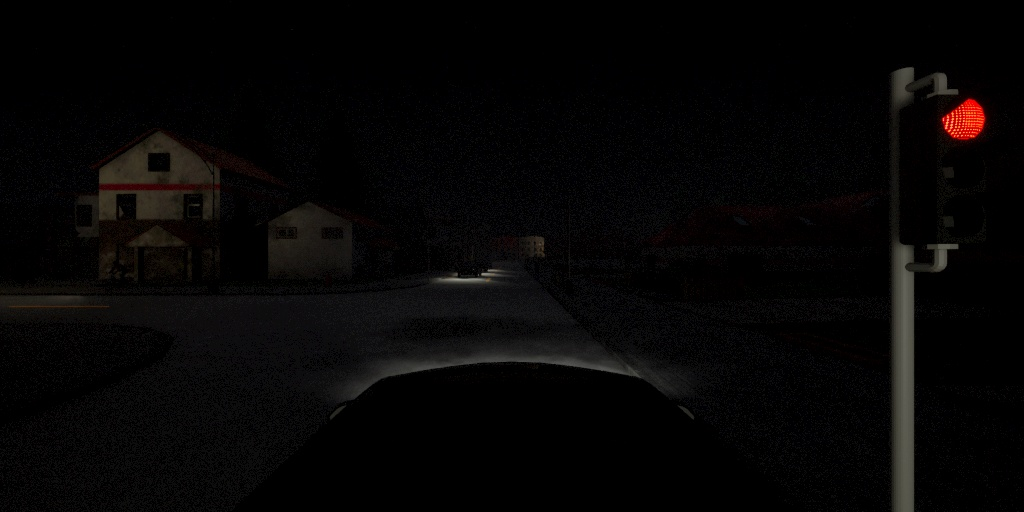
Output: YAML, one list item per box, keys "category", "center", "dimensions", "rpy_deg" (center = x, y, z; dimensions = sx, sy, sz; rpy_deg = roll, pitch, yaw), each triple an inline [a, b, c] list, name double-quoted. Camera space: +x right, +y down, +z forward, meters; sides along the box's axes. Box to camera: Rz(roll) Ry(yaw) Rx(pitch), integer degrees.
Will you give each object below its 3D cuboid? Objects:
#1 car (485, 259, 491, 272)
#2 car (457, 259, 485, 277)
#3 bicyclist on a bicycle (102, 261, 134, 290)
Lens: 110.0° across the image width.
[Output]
- category: "car"
  center: [-4.094, 1.227, 44.968]
  dimensions: [1.882, 1.535, 5.008]
  rpy_deg: [0, 0, 0]
- category: "car"
  center: [-4.115, 1.227, 35.314]
  dimensions: [1.882, 1.535, 5.008]
  rpy_deg: [0, 0, 2]
- category: "bicyclist on a bicycle"
  center: [-22.540, 1.099, 20.531]
  dimensions: [0.582, 1.620, 1.656]
  rpy_deg: [0, 0, 0]
